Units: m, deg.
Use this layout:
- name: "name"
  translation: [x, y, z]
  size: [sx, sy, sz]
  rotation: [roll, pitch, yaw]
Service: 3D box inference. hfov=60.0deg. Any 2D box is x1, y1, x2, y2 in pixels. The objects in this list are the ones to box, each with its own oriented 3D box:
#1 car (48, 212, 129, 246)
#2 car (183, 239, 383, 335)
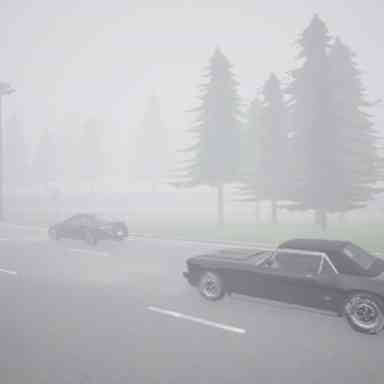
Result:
- name: "car"
  translation: [-5.078, 1.706, 16.249]
  size: [4.674, 1.442, 1.812]
  rotation: [-1, 0, 36]
- name: "car"
  translation: [2.139, 1.628, 6.766]
  size: [4.718, 1.301, 1.895]
  rotation: [-1, -1, 36]
